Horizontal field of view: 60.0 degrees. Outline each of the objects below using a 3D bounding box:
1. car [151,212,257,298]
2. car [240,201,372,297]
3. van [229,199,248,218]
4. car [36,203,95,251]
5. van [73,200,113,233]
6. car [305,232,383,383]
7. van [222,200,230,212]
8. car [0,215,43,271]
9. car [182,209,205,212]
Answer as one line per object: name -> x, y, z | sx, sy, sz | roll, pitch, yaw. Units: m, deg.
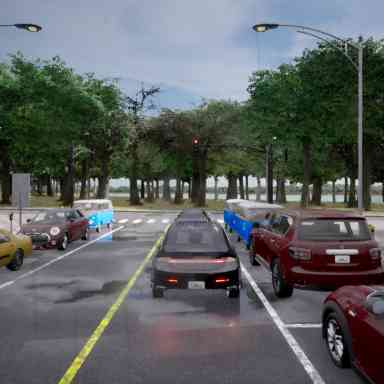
car -> 0.088, 1.492, 8.520 | 2.128, 1.511, 4.902 | 0, 0, 0
car -> 2.759, 1.315, 8.488 | 2.192, 1.841, 5.009 | 0, 0, 0
van -> 2.758, 1.342, 13.926 | 1.690, 1.788, 3.998 | 0, 0, 0
car -> -5.767, 1.441, 13.924 | 1.967, 1.590, 4.097 | 0, 0, 0
van -> -5.769, 1.343, 19.362 | 1.690, 1.788, 3.998 | 0, 0, 0
car -> 2.760, 1.440, 3.051 | 1.967, 1.590, 4.097 | 0, 0, 0
van -> 2.757, 1.343, 19.363 | 1.690, 1.788, 3.998 | 0, 0, 0
car -> -5.766, 1.526, 8.317 | 1.752, 1.417, 4.829 | 0, 0, 0
car -> 0.053, 1.566, 17.438 | 1.994, 1.385, 4.181 | 0, 0, 1
